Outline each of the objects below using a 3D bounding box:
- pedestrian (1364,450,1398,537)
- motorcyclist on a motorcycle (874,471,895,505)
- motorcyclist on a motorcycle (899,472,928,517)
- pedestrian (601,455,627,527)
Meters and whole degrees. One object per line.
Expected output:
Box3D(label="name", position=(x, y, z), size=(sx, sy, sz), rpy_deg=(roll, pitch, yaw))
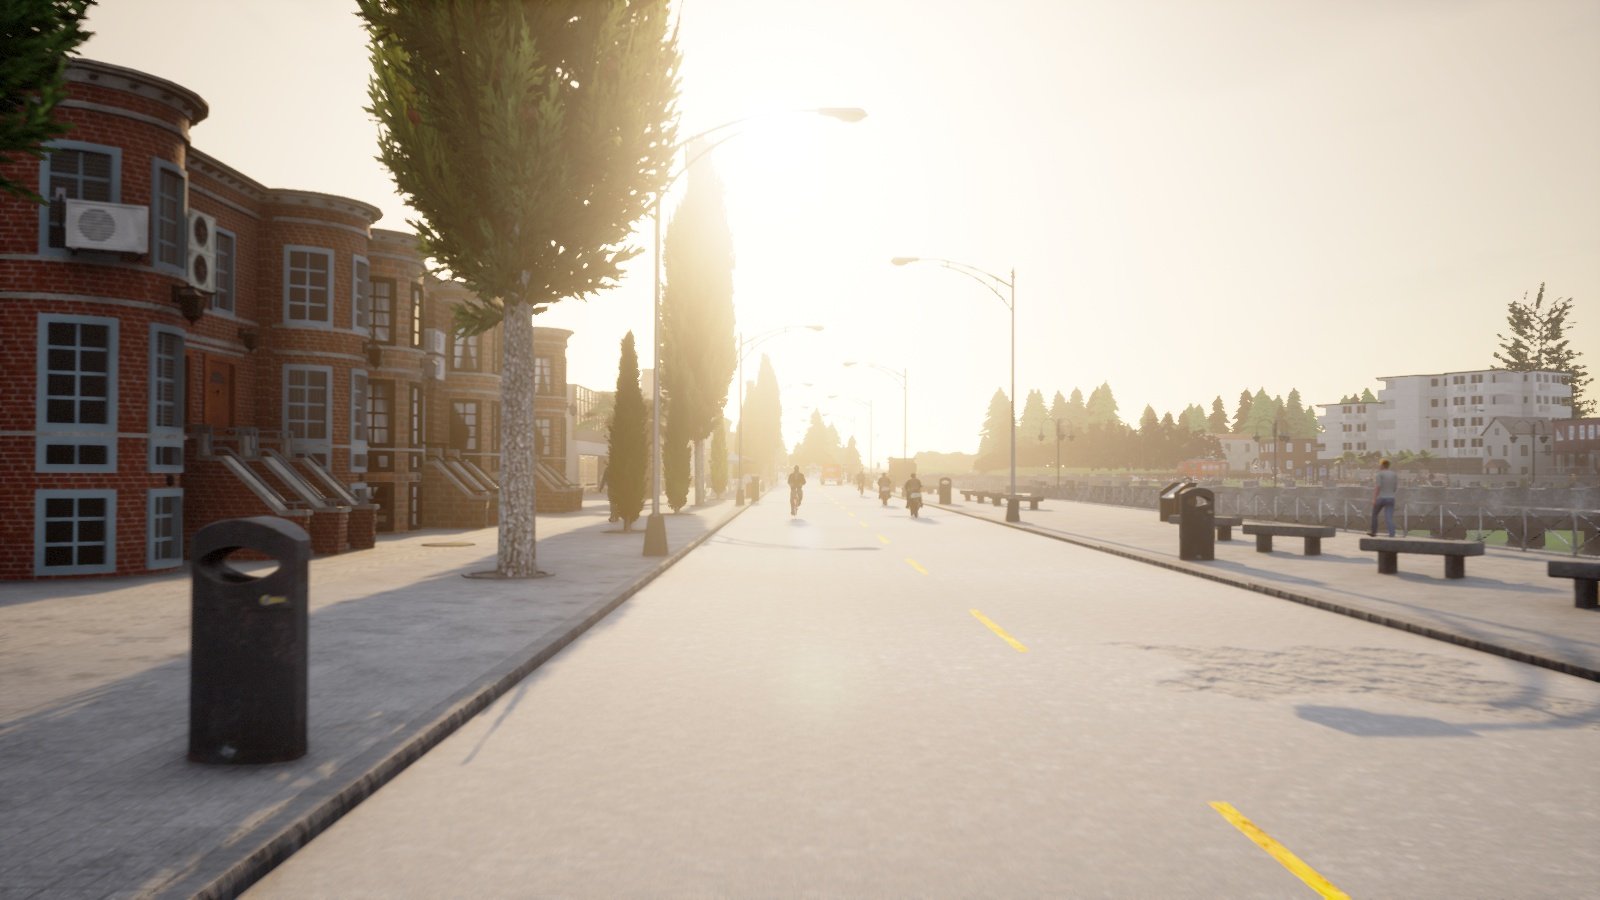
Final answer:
Box3D(label="pedestrian", position=(12.366, 0.923, 26.743), size=(0.354, 1.836, 0.706), rpy_deg=(0, -1, -2))
Box3D(label="motorcyclist on a motorcycle", position=(3.850, 1.742, 57.368), size=(0.797, 1.523, 2.044), rpy_deg=(0, -1, 0))
Box3D(label="motorcyclist on a motorcycle", position=(3.887, 1.501, 43.014), size=(0.797, 1.523, 2.044), rpy_deg=(0, -1, 0))
Box3D(label="pedestrian", position=(-5.120, 1.124, 34.608), size=(0.423, 1.949, 0.788), rpy_deg=(0, -1, 14))
